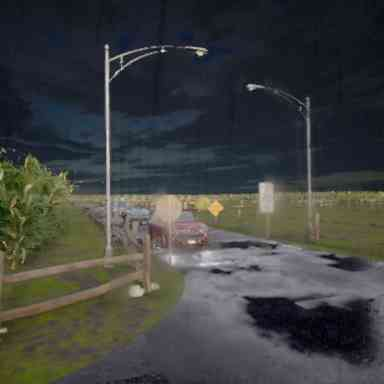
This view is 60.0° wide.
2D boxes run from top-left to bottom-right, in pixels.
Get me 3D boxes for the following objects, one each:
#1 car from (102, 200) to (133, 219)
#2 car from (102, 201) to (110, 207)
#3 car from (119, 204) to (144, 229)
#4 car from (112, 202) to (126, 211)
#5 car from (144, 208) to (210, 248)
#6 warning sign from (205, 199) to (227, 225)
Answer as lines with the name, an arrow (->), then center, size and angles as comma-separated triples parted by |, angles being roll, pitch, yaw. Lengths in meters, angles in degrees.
car -> -8.733, 1.953, 38.624 | 2.150, 2.045, 5.566 | -1, -1, -20
car -> -23.447, 3.220, 90.391 | 1.812, 1.442, 4.674 | -1, -1, -20
car -> -4.211, 1.960, 26.122 | 1.882, 1.535, 5.008 | -1, -1, -20
car -> -13.059, 2.574, 59.186 | 1.882, 1.535, 5.008 | -1, -1, -20
car -> -0.771, 1.643, 16.618 | 2.097, 1.767, 4.553 | -1, -1, -20
warning sign -> 1.789, 1.497, 25.105 | 1.300, 1.860, 1.060 | -1, -1, -20
